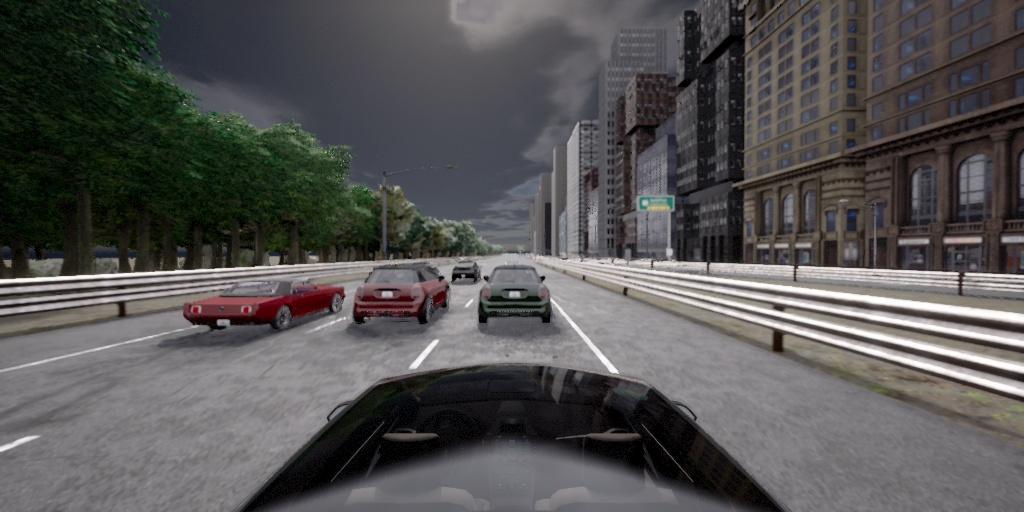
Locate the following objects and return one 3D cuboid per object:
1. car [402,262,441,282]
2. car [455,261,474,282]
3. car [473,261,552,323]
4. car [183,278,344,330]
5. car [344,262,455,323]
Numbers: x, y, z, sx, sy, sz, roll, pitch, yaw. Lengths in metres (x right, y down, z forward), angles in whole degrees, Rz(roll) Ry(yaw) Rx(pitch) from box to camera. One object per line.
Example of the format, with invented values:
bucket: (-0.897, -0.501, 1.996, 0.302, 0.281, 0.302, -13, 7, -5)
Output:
car: (-6.922, 1.190, 27.957, 1.994, 1.385, 4.181, 0, 0, 0)
car: (-3.421, 1.133, 27.562, 1.837, 1.490, 4.892, 0, 0, 0)
car: (0.080, 1.052, 11.968, 2.097, 1.767, 4.553, 0, 0, 0)
car: (-6.922, 1.304, 10.838, 1.895, 1.301, 4.718, 0, 0, 0)
car: (-3.421, 1.051, 11.978, 2.097, 1.767, 4.553, 0, 0, 0)
